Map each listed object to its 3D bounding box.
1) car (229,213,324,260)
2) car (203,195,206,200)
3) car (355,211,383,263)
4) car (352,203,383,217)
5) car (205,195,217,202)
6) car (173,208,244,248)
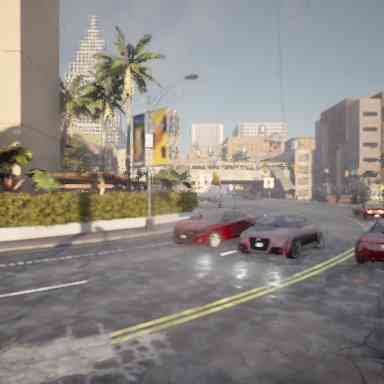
[{"bbox_3d":[3.496,1.585,12.716,1.994,1.385,4.181,0,0,39],"label":"car"},{"bbox_3d":[4.929,1.570,89.971,2.185,1.767,4.553,0,0,-2],"label":"car"},{"bbox_3d":[6.932,1.567,11.162,1.994,1.385,4.181,0,0,39],"label":"car"},{"bbox_3d":[15.301,1.616,28.692,1.895,1.301,4.718,0,0,13],"label":"car"},{"bbox_3d":[5.252,1.677,83.552,2.097,1.535,5.008,0,0,-2],"label":"car"},{"bbox_3d":[1.176,1.514,15.303,1.882,1.535,5.008,0,0,37],"label":"car"}]
